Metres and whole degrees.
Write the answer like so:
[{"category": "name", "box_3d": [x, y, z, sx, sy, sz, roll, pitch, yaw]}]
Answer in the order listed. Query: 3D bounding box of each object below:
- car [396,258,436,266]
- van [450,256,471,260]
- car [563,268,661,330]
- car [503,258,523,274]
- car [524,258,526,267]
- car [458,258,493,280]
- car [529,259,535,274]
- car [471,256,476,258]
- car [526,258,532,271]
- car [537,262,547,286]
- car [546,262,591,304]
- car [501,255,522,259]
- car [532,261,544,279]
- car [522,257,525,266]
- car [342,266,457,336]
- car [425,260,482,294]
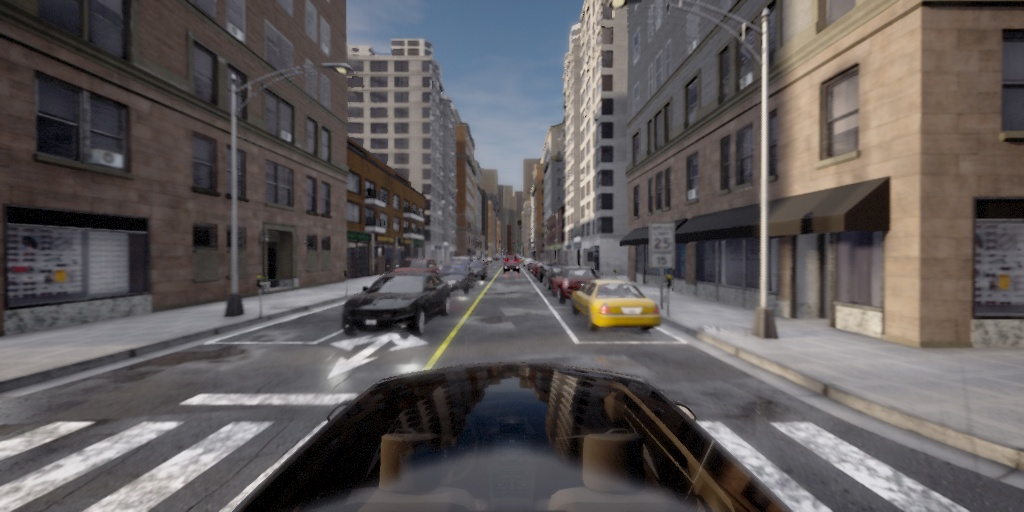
[{"category": "car", "box_3d": [-5.687, 1.017, 21.711, 2.192, 1.841, 5.009, 0, 0, 0]}, {"category": "van", "box_3d": [-5.706, 0.986, 38.289, 1.690, 1.789, 3.998, 0, 0, 0]}, {"category": "car", "box_3d": [2.851, 1.256, 10.839, 1.751, 1.417, 4.829, 0, 0, 0]}, {"category": "car", "box_3d": [-0.041, 1.236, 39.845, 1.895, 1.301, 4.718, 0, 0, 0]}, {"category": "car", "box_3d": [2.813, 1.200, 43.824, 1.802, 1.307, 4.207, 0, 0, 0]}, {"category": "car", "box_3d": [-3.084, 1.162, 30.469, 2.128, 1.511, 4.902, 0, 0, 0]}, {"category": "car", "box_3d": [2.825, 1.203, 32.773, 1.888, 1.381, 4.507, 0, 0, 0]}, {"category": "car", "box_3d": [-5.713, 0.939, 43.815, 2.192, 1.841, 5.009, 0, 0, 0]}, {"category": "car", "box_3d": [2.819, 1.189, 38.298, 2.007, 1.370, 4.403, 0, 0, 0]}, {"category": "car", "box_3d": [2.838, 1.246, 21.720, 2.007, 1.370, 4.403, 0, 0, 0]}, {"category": "car", "box_3d": [2.844, 1.153, 16.194, 1.967, 1.591, 4.097, 0, 0, 0]}, {"category": "car", "box_3d": [-0.052, 0.819, 50.060, 2.150, 2.045, 5.566, 0, 0, 0]}, {"category": "car", "box_3d": [2.832, 1.243, 27.246, 1.948, 1.339, 4.313, 0, 0, 0]}, {"category": "car", "box_3d": [2.934, 1.074, 61.857, 1.812, 1.442, 4.674, 0, 0, 0]}, {"category": "car", "box_3d": [-3.103, 1.213, 10.545, 1.882, 1.535, 5.008, 0, 0, 1]}, {"category": "car", "box_3d": [-3.109, 1.197, 20.085, 2.128, 1.511, 4.902, 0, 0, 0]}]
